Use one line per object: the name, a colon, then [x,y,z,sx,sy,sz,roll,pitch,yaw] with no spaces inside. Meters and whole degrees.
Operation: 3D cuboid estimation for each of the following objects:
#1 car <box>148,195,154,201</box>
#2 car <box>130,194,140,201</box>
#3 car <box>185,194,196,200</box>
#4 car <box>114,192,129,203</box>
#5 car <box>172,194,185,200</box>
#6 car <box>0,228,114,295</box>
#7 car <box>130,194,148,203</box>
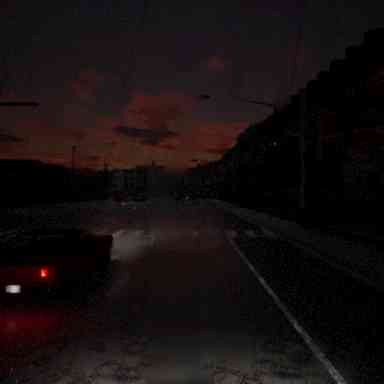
car: [-10.493,1.450,81.889,1.895,1.301,4.718,0,0,0]
car: [-13.994,1.355,81.910,1.837,1.490,4.892,0,0,0]
car: [-0.021,1.364,87.341,2.128,1.511,4.902,0,0,-3]
car: [-13.995,1.104,66.428,2.150,2.045,5.566,0,0,0]
car: [-3.510,1.440,86.404,1.895,1.301,4.718,0,0,-3]
car: [-3.435,1.585,8.652,1.895,1.301,4.718,0,0,0]
car: [-10.497,1.407,66.535,1.812,1.442,4.674,0,0,0]
